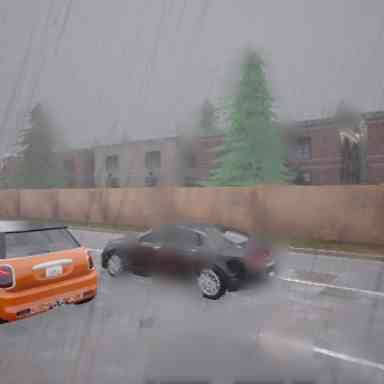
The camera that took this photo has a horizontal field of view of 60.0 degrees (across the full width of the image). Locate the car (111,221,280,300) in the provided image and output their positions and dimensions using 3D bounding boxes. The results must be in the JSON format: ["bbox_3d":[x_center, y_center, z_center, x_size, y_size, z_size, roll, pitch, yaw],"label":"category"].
[{"bbox_3d":[-0.252,1.519,8.475,4.892,1.490,1.837,0,0,36],"label":"car"}]

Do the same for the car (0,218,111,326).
[{"bbox_3d":[-4.079,1.371,6.904,4.553,1.767,2.097,0,0,36],"label":"car"}]
